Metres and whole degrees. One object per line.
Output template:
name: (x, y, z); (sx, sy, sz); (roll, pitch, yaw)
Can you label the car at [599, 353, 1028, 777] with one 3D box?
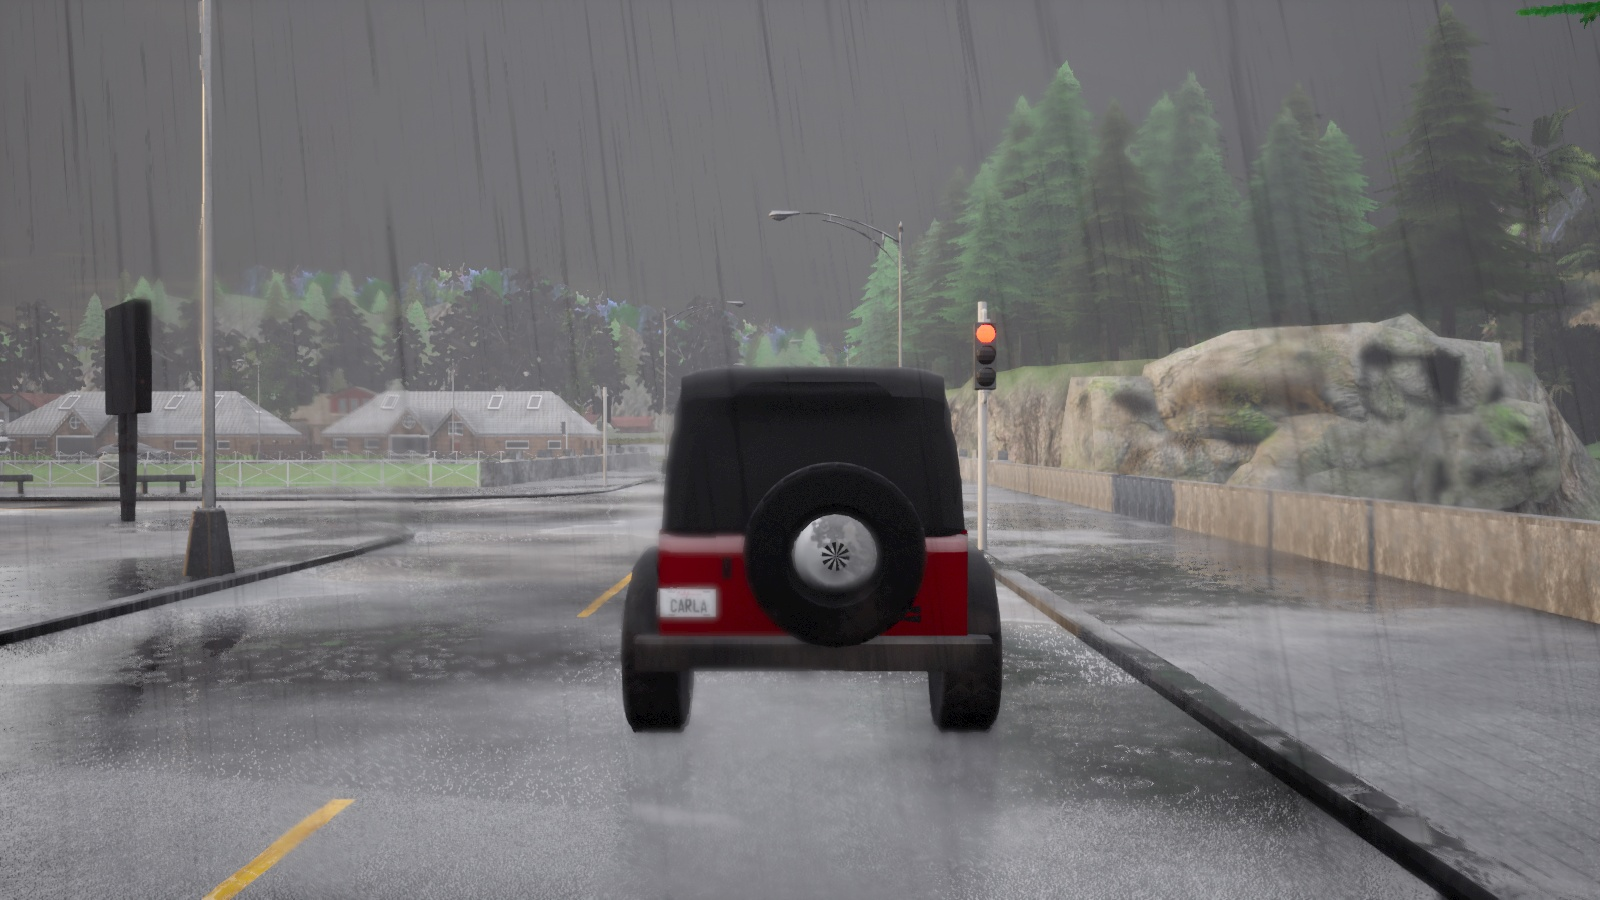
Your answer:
car: (0.062, 0.500, 7.508); (1.905, 1.878, 3.866); (0, 0, 0)
